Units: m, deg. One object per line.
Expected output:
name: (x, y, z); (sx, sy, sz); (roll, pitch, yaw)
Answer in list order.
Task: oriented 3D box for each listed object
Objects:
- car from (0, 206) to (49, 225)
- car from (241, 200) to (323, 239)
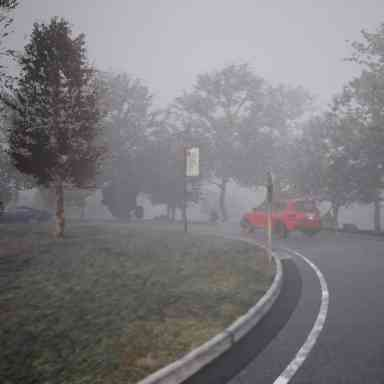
car: (-14.892, 1.997, 28.209); (5.008, 1.535, 1.882); (0, -2, -15)
car: (5.013, 1.504, 19.355); (2.150, 2.045, 5.566); (1, -2, -22)
